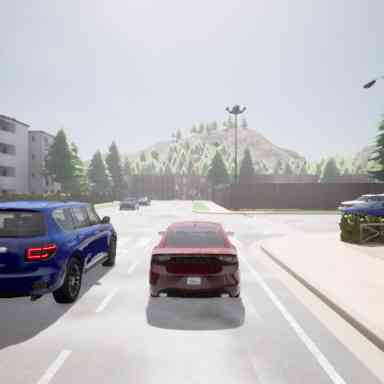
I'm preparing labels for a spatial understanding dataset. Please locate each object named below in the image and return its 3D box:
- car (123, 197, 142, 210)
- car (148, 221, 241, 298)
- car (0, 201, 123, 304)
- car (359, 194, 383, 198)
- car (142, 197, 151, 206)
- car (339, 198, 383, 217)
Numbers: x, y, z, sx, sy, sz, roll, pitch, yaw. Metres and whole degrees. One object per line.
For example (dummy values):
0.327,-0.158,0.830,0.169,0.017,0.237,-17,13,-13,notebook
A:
-7.828,1.487,41.754,1.837,1.490,4.892,0,0,0,car
0.097,1.478,8.564,1.882,1.535,5.008,0,0,1,car
-3.440,1.221,8.287,2.150,2.045,5.566,0,0,0,car
16.444,1.221,30.362,5.566,2.045,2.150,0,0,0,car
-7.849,1.530,53.965,2.033,1.411,5.357,0,0,0,car
14.761,1.477,26.870,5.008,1.535,1.882,0,0,0,car
